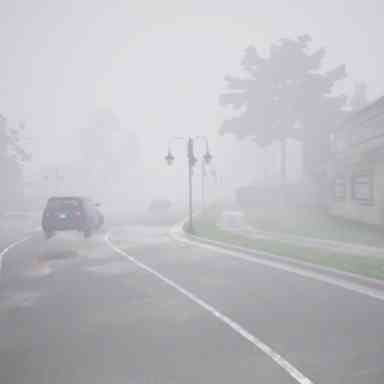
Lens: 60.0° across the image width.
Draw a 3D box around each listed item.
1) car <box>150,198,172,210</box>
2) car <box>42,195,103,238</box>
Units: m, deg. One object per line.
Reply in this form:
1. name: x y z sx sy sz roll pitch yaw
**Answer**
1. car: -3.792 1.398 40.769 1.994 1.385 4.181 -1 0 8
2. car: -6.347 1.215 18.136 2.150 2.045 5.566 -2 0 -7
